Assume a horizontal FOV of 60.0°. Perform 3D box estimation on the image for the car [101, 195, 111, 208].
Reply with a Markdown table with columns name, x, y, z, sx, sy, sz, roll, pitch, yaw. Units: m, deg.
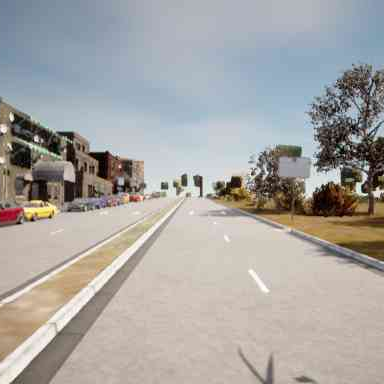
| name | x | y | z | sx | sy | sz | roll | pitch | yaw |
| --- | --- | --- | --- | --- | --- | --- | --- | --- | --- |
| car | -12.167 | 1.425 | 42.215 | 2.002 | 1.452 | 4.674 | 0 | 0 | 0 |

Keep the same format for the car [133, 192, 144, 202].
| name | x | y | z | sx | sy | sz | roll | pitch | yaw |
| --- | --- | --- | --- | --- | --- | --- | --- | --- | --- |
| car | -12.264 | 1.139 | 69.811 | 2.435 | 2.045 | 5.566 | 0 | 0 | 0 |

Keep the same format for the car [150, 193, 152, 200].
| name | x | y | z | sx | sy | sz | roll | pitch | yaw |
| --- | --- | --- | --- | --- | --- | --- | --- | --- | --- |
| car | -12.323 | 1.267 | 86.320 | 2.185 | 1.767 | 4.553 | 0 | 0 | 0 |

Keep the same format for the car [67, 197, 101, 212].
| name | x | y | z | sx | sy | sz | roll | pitch | yaw |
| --- | --- | --- | --- | --- | --- | --- | --- | --- | --- |
| car | -12.146 | 1.386 | 36.695 | 2.231 | 1.521 | 4.892 | 0 | 0 | 0 |

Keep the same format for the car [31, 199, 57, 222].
| name | x | y | z | sx | sy | sz | roll | pitch | yaw |
| --- | --- | --- | --- | --- | --- | --- | --- | --- | --- |
| car | -12.106 | 1.380 | 25.453 | 1.946 | 1.575 | 5.366 | 0 | 0 | 0 |

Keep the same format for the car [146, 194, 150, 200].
| name | x | y | z | sx | sy | sz | roll | pitch | yaw |
| --- | --- | --- | --- | --- | --- | --- | --- | --- | --- |
| car | -12.303 | 1.393 | 80.770 | 2.231 | 1.521 | 4.892 | 0 | 0 | 0 |

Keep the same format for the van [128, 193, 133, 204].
| name | x | y | z | sx | sy | sz | roll | pitch | yaw |
| --- | --- | --- | --- | --- | --- | --- | --- | --- | --- |
| van | -12.224 | 1.162 | 58.547 | 1.878 | 1.987 | 4.442 | 0 | 0 | 0 |

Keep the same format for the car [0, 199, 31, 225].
| name | x | y | z | sx | sy | sz | roll | pitch | yaw |
| --- | --- | --- | --- | --- | --- | --- | --- | --- | --- |
| car | -12.090 | 1.256 | 20.143 | 2.185 | 1.767 | 4.553 | 0 | 0 | 0 |

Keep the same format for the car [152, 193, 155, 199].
| name | x | y | z | sx | sy | sz | roll | pitch | yaw |
| --- | --- | --- | --- | --- | --- | --- | --- | --- | --- |
| car | -12.342 | 1.268 | 91.846 | 2.185 | 1.767 | 4.553 | 0 | 0 | 0 |

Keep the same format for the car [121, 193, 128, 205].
| name | x | y | z | sx | sy | sz | roll | pitch | yaw |
| --- | --- | --- | --- | --- | --- | --- | --- | --- | --- |
| car | -12.205 | 1.262 | 53.169 | 2.185 | 1.767 | 4.553 | 0 | 0 | 0 |

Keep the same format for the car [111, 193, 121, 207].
| name | x | y | z | sx | sy | sz | roll | pitch | yaw |
| --- | --- | --- | --- | --- | --- | --- | --- | --- | --- |
| car | -12.186 | 1.261 | 47.645 | 2.185 | 1.767 | 4.553 | 0 | 0 | 0 |

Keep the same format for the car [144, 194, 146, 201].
| name | x | y | z | sx | sy | sz | roll | pitch | yaw |
| --- | --- | --- | --- | --- | --- | --- | --- | --- | --- |
| car | -12.284 | 1.391 | 75.244 | 2.097 | 1.535 | 5.008 | 0 | 0 | 0 |
